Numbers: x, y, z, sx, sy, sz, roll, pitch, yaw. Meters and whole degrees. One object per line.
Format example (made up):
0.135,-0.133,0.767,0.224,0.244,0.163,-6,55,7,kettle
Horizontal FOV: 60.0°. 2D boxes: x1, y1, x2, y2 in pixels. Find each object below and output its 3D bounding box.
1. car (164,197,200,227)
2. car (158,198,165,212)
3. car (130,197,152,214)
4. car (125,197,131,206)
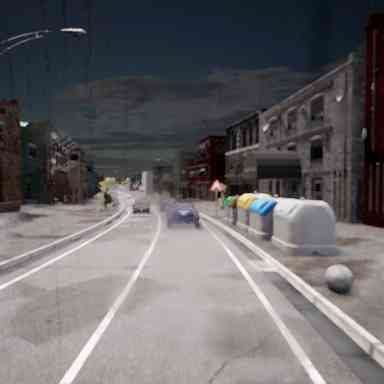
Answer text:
-0.701,1.376,22.951,2.097,1.767,4.553,0,0,-4,car
-2.967,1.433,40.496,2.097,1.767,4.553,0,-1,-10,car
-5.384,1.559,35.584,1.837,1.490,4.892,0,0,-9,car
-14.018,2.118,75.837,2.150,2.045,5.566,0,-1,-13,car
